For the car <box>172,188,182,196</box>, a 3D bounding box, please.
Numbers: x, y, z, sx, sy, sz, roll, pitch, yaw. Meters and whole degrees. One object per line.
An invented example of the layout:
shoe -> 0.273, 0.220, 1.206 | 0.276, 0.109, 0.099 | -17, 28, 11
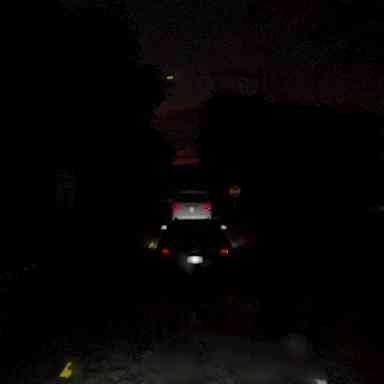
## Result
car -> -3.290, -0.030, 75.862 | 2.097, 1.767, 4.553 | 0, 1, 0

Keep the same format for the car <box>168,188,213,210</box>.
car -> 0.063, 0.918, 19.490 | 2.150, 2.045, 5.566 | 0, 1, 2

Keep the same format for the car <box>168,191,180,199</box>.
car -> -3.276, 0.562, 59.952 | 1.895, 1.301, 4.718 | 0, 1, 0

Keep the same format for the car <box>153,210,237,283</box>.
car -> 0.058, 1.423, 9.289 | 1.994, 1.385, 4.181 | 0, 1, 0
